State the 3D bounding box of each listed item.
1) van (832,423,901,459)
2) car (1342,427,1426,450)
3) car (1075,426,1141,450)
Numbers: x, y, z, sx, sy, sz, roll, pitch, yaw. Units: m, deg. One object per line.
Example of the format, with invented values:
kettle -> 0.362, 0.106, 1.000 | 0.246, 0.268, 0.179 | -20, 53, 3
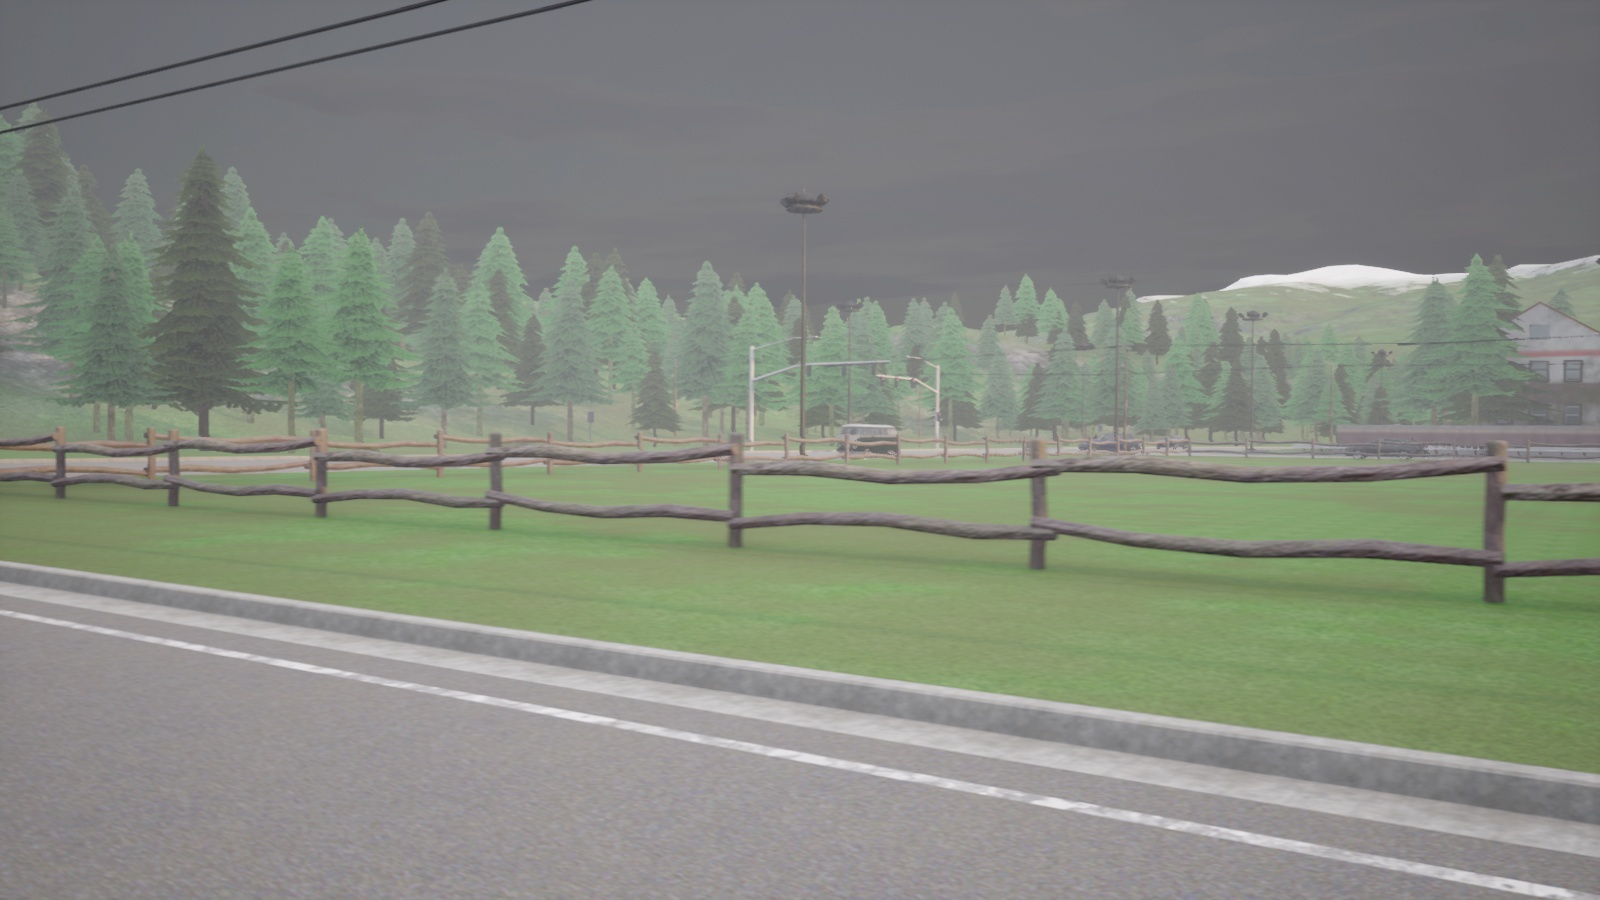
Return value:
van -> 3.762, -0.524, 70.253 | 1.775, 1.987, 4.442 | 0, 1, 34
car -> 39.602, -0.791, 85.198 | 4.892, 1.490, 1.837 | 0, 1, 34
car -> 23.581, -0.950, 96.194 | 4.553, 1.767, 2.097 | 0, 1, 3
